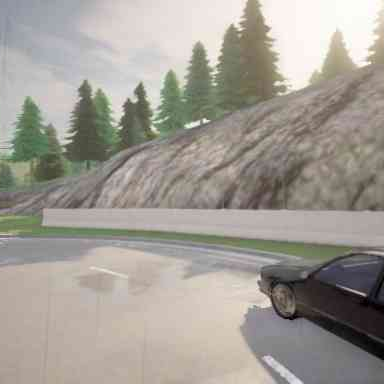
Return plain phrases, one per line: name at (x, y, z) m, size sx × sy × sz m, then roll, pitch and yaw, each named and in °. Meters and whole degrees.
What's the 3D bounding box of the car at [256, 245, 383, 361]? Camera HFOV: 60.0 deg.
car at (2.929, 1.440, 4.425) m, size 2.033 × 1.411 × 5.357 m, roll -2°, pitch 0°, yaw -19°
